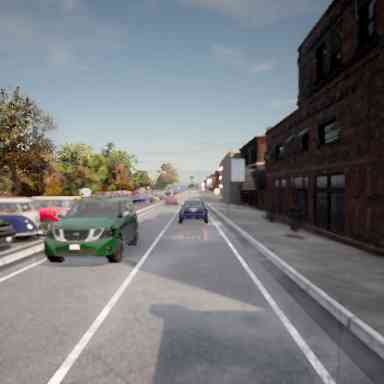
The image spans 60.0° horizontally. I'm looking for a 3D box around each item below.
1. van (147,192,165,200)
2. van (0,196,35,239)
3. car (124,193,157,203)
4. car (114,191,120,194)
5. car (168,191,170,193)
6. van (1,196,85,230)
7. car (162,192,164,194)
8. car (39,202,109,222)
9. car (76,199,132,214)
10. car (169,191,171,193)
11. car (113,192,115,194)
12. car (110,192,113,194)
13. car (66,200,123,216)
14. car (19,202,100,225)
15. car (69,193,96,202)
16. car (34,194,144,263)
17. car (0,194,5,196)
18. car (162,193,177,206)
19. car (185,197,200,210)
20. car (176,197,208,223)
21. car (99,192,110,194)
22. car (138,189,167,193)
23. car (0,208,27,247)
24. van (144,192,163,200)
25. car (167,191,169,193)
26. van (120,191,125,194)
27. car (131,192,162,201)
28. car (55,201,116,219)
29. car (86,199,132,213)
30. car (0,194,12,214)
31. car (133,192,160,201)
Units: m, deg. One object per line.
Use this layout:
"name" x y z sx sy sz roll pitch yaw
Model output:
"van" -9.345 1.006 86.209 4.442 1.987 1.878 0 0 0
"van" -9.249 1.292 15.439 4.442 1.987 1.878 0 0 0
"car" -9.418 1.327 60.899 4.792 1.488 2.163 0 0 0
"car" -21.794 0.990 83.411 5.566 2.045 2.435 0 0 0
"car" -9.189 1.188 92.003 4.674 1.452 2.002 0 1 0
"van" -9.229 1.289 20.881 4.442 1.987 1.878 0 0 0
"car" -9.312 1.270 72.202 5.008 1.535 2.097 0 0 0
"car" -9.295 1.541 26.572 4.792 1.488 2.163 0 0 0
"car" -9.108 1.504 34.921 5.366 1.575 1.946 0 0 0
"car" -9.168 1.092 94.827 5.008 1.535 2.097 0 1 0
"car" -21.811 1.278 80.589 4.792 1.488 2.163 0 0 0
"car" -21.829 1.285 77.765 4.792 1.488 2.163 0 0 0
"car" -9.333 1.538 32.139 4.792 1.488 2.163 0 0 0
"car" -9.328 1.514 23.789 4.892 1.521 2.231 0 0 0
"car" -21.901 1.157 66.595 4.553 1.767 2.185 0 0 0
"car" -3.347 1.217 12.256 2.150 2.045 5.566 0 0 0
"car" -9.327 1.265 18.223 5.566 2.045 2.435 0 0 0
"car" -3.311 1.415 53.470 1.882 1.535 5.008 0 0 0
"car" 0.108 1.464 42.935 1.837 1.490 4.892 0 0 0
"car" 0.105 1.335 25.739 2.097 1.767 4.553 0 0 0
"car" -21.883 1.263 75.066 4.892 1.521 2.231 0 0 0
"car" -9.253 1.005 77.853 5.566 2.045 2.435 0 0 0
"car" -9.369 1.519 12.656 4.892 1.521 2.231 0 0 0
"van" -9.380 1.023 80.679 4.442 1.987 1.878 0 0 0
"car" -9.212 1.240 89.169 4.674 1.452 2.002 0 1 0
"van" -21.645 0.922 92.022 4.442 1.987 1.878 0 1 0
"car" -9.520 1.274 69.377 5.366 1.575 1.946 0 0 0
"car" -9.317 1.550 29.356 4.674 1.452 2.002 0 0 0
"car" -9.299 1.546 37.564 4.674 1.452 2.002 -1 0 1
"car" -22.402 1.255 34.973 5.566 2.045 2.435 0 0 0
"car" -9.355 1.324 66.551 4.674 1.452 2.002 0 0 0
